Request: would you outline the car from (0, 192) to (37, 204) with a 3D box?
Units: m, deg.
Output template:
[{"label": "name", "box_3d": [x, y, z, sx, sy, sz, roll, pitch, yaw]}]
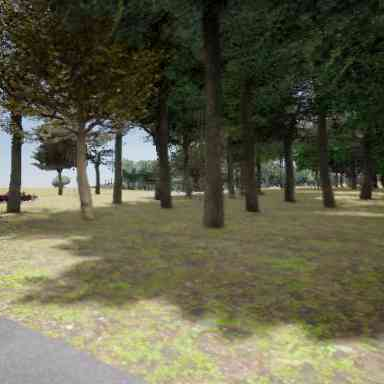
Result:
[{"label": "car", "box_3d": [-22.736, 0.657, 43.206, 1.882, 1.535, 5.008, -2, 0, 34]}]
